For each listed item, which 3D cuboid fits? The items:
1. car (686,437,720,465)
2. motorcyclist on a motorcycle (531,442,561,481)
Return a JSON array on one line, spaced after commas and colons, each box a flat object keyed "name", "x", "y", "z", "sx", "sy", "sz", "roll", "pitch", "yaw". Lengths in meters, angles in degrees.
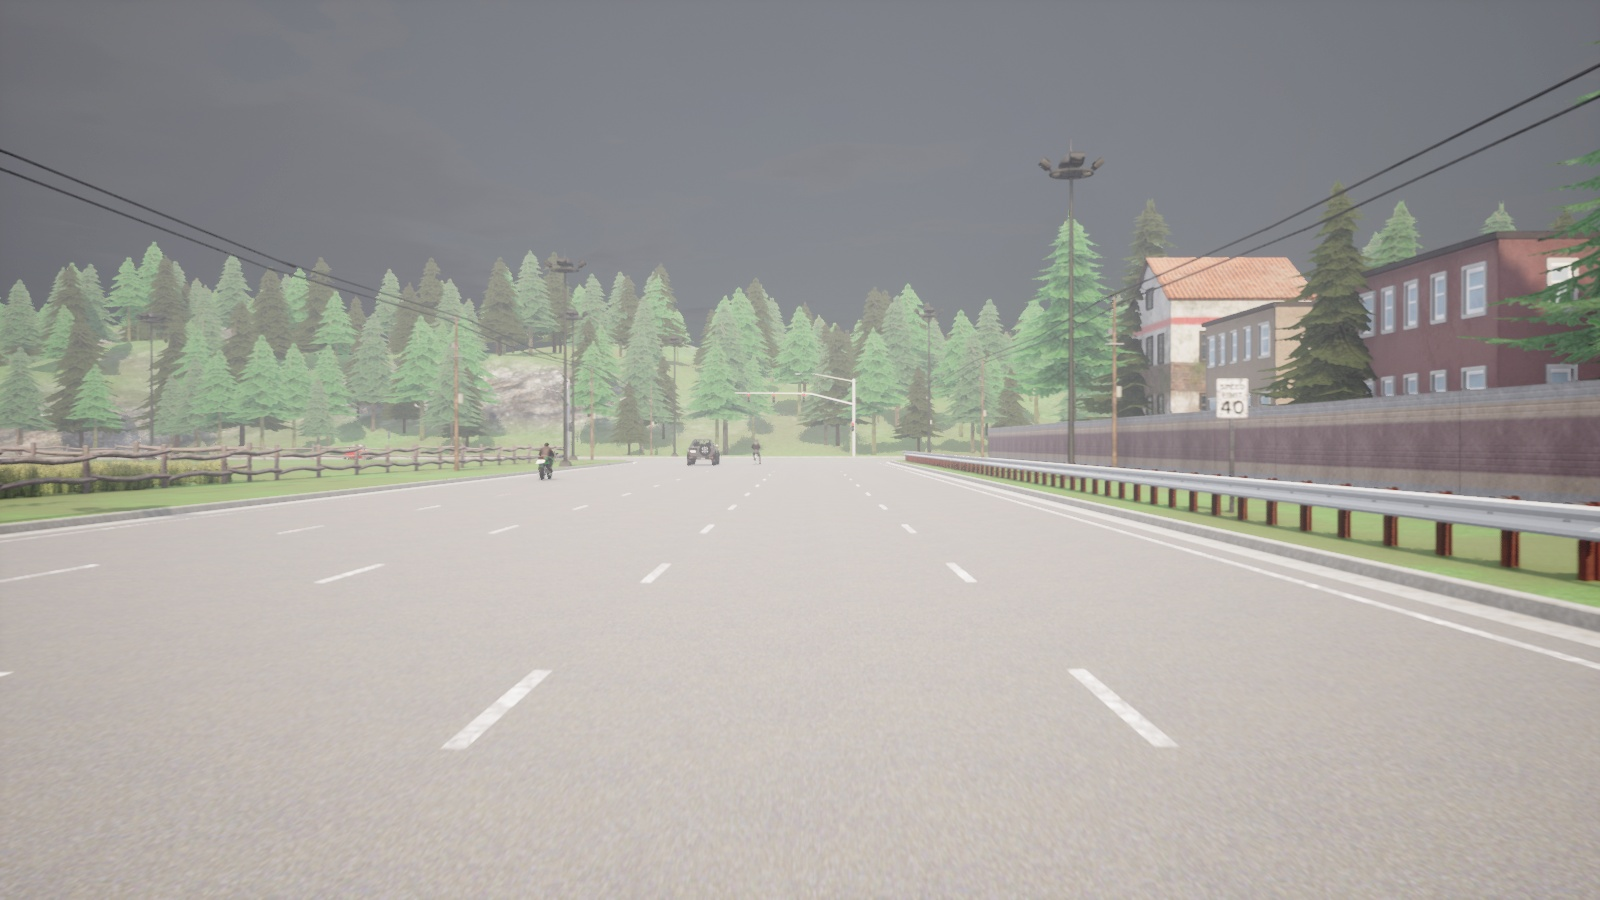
[{"name": "car", "x": -6.500, "y": 0.077, "z": 84.761, "sx": 1.932, "sy": 1.855, "sz": 4.605, "roll": 0, "pitch": 0, "yaw": 0}, {"name": "motorcyclist on a motorcycle", "x": -10.197, "y": 0.436, "z": 50.513, "sx": 0.797, "sy": 1.523, "sz": 2.044, "roll": 0, "pitch": 0, "yaw": 0}]
